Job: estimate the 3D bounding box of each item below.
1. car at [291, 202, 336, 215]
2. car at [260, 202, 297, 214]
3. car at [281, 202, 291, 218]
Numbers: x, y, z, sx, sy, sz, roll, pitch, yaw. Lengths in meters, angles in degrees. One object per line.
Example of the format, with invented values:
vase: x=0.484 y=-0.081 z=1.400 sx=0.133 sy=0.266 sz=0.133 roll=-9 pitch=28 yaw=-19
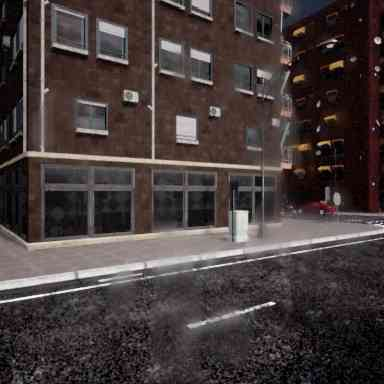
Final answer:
car: x=13.970 y=1.828 z=37.607 sx=1.887 sy=1.381 sz=4.507 roll=-1 pitch=0 yaw=-36
car: x=10.853 y=1.920 z=41.920 sx=1.947 sy=1.339 sz=4.313 roll=-1 pitch=0 yaw=-36
car: x=7.205 y=1.862 z=32.719 sx=1.802 sy=1.307 sz=4.206 roll=-1 pitch=0 yaw=-36
